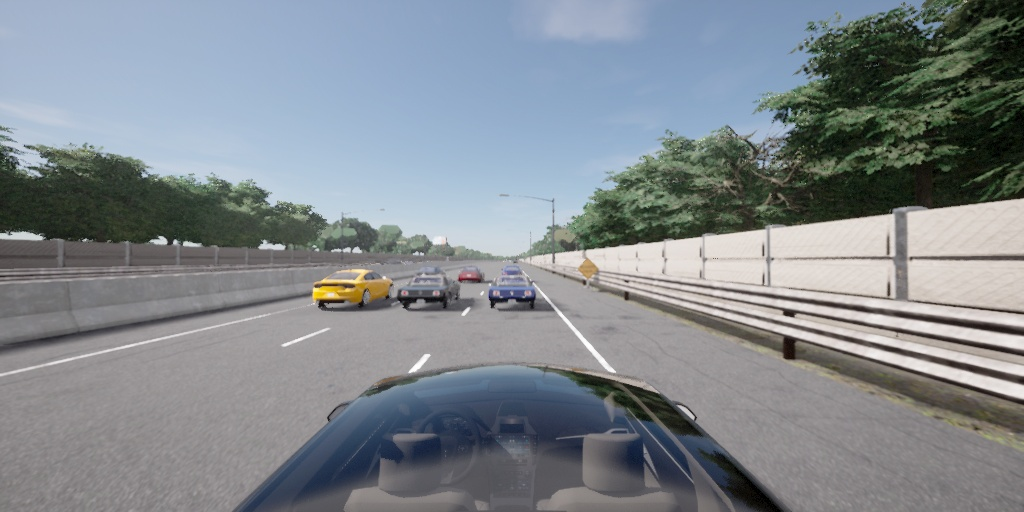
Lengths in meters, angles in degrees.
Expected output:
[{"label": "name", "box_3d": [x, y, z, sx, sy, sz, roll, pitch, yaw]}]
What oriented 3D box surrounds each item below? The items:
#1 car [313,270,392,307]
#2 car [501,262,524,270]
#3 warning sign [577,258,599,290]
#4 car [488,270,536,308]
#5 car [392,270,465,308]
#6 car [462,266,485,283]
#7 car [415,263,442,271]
[{"label": "car", "box_3d": [-6.984, 1.361, 16.322, 1.882, 1.535, 5.008, 0, 0, 0]}, {"label": "car", "box_3d": [0.023, 1.538, 31.253, 1.812, 1.442, 4.674, 0, 0, 0]}, {"label": "warning sign", "box_3d": [4.562, 1.043, 21.441, 1.300, 1.860, 1.060, 0, 0, 0]}, {"label": "car", "box_3d": [0.011, 1.480, 15.963, 1.895, 1.301, 4.718, 0, 0, 0]}, {"label": "car", "box_3d": [-3.489, 1.480, 15.965, 1.895, 1.301, 4.718, 0, 0, 0]}, {"label": "car", "box_3d": [-3.477, 1.575, 31.129, 1.994, 1.385, 4.181, 0, 0, 0]}, {"label": "car", "box_3d": [-6.982, 1.556, 30.850, 2.033, 1.411, 5.357, 0, 0, 0]}]
